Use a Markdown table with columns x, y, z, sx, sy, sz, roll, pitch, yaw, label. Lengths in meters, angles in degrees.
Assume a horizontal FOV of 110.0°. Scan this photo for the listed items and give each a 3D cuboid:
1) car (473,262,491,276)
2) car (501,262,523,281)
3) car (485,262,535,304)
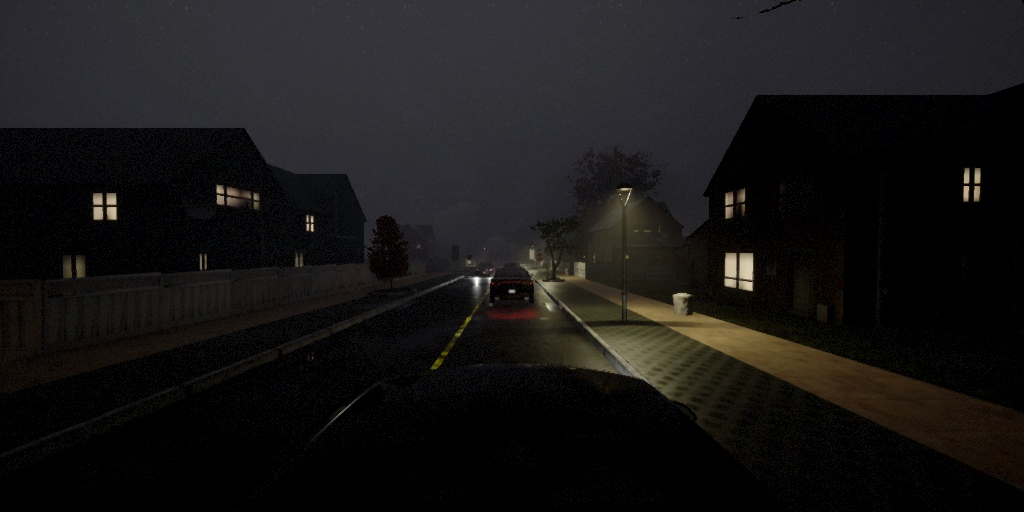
| x | y | z | sx | sy | sz | roll | pitch | yaw | label |
| --- | --- | --- | --- | --- | --- | --- | --- | --- | --- |
| -2.750 | 1.348 | 37.513 | 1.812 | 1.442 | 4.674 | 0 | 0 | 0 | car |
| 0.001 | 1.293 | 31.510 | 1.837 | 1.490 | 4.892 | 0 | 0 | 0 | car |
| 0.001 | 1.239 | 16.506 | 1.882 | 1.535 | 5.008 | 0 | 0 | 0 | car |
